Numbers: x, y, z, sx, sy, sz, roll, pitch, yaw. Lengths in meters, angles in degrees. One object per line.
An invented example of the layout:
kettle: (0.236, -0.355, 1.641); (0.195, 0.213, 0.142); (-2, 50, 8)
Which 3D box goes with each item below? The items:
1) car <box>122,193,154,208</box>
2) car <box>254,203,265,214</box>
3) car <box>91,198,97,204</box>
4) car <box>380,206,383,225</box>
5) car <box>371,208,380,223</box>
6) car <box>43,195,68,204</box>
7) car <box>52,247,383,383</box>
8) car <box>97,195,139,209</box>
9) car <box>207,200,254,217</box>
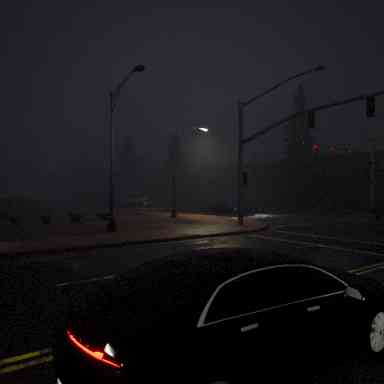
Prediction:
car: (-8.204, 1.221, 49.189); (5.566, 2.045, 2.150); (0, 0, 35)
car: (5.460, 1.563, 34.424); (1.994, 1.385, 4.181); (0, 0, -37)
car: (-16.283, 1.478, 61.331); (5.008, 1.535, 1.882); (0, 0, 21)
car: (13.272, 1.547, 17.422); (2.033, 1.411, 5.357); (0, 0, -34)
car: (14.479, 1.506, 21.869); (1.837, 1.490, 4.892); (0, 0, -34)
car: (-26.243, 1.352, 63.797); (4.553, 1.767, 2.097); (0, 0, 9)
car: (0.813, 1.505, 4.378); (4.892, 1.490, 1.837); (0, 0, -35)
car: (-10.359, 1.548, 46.433); (5.357, 1.411, 2.033); (0, 0, 34)
car: (3.286, 1.525, 31.502); (1.812, 1.442, 4.674); (0, 0, -37)
